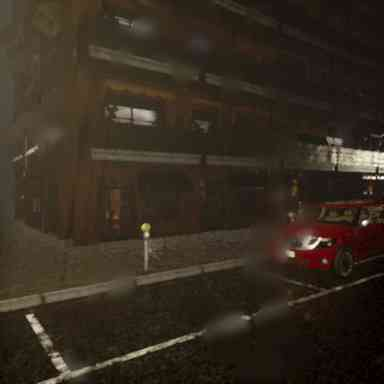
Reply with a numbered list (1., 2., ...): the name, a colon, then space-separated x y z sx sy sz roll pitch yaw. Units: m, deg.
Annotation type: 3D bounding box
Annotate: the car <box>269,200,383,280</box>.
1. car: 4.488 1.189 9.759 5.009 1.841 2.192 -1 1 -36
